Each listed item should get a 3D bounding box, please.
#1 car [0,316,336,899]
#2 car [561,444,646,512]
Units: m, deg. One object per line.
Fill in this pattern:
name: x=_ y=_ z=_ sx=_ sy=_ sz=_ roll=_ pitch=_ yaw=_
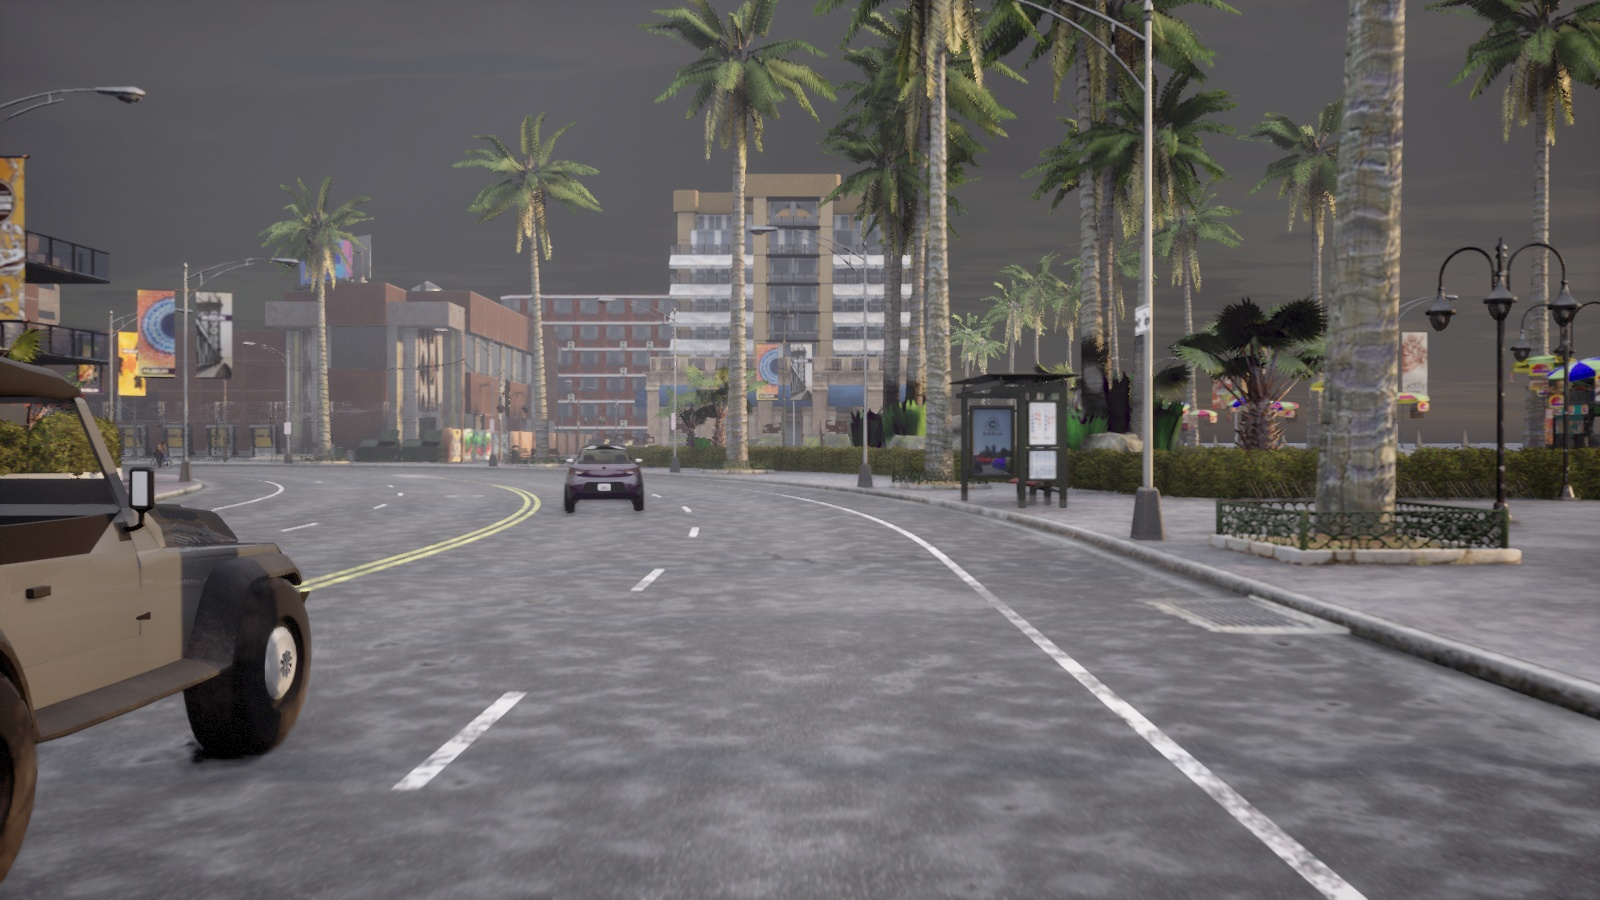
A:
car: x=-3.457 y=0.512 z=4.816 sx=1.905 sy=1.878 sz=3.866 roll=0 pitch=0 yaw=0
car: x=-4.571 y=0.592 z=29.257 sx=1.816 sy=1.474 sz=4.193 roll=0 pitch=0 yaw=-9
